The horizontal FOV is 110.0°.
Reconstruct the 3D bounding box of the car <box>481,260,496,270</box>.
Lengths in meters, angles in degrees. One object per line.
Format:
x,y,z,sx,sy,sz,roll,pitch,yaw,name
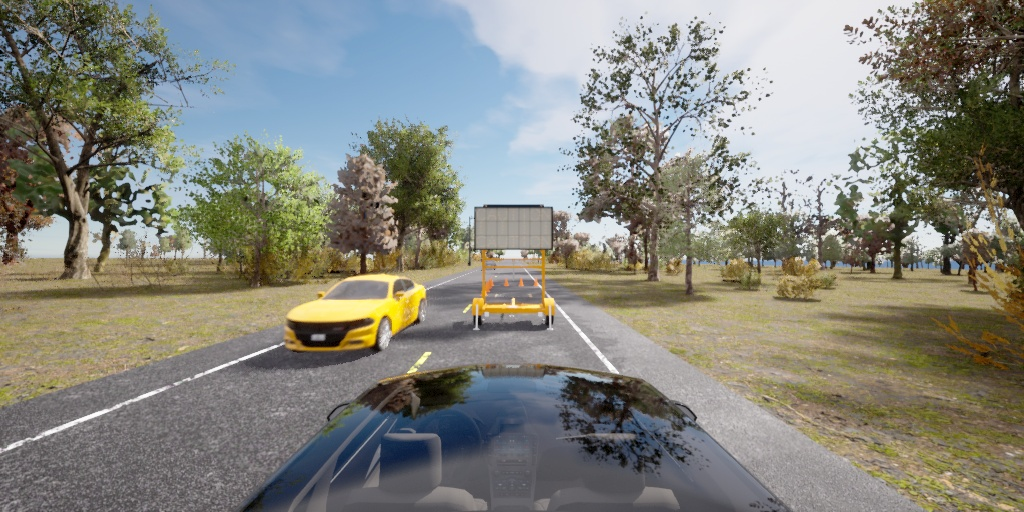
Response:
-3.352,1.312,52.025,2.128,1.511,4.902,0,0,0,car

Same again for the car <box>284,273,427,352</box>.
-3.565,1.230,9.110,1.882,1.535,5.008,0,0,0,car

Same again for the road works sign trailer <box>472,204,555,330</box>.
0.050,0.218,11.094,2.380,3.560,2.880,0,0,0,road works sign trailer
